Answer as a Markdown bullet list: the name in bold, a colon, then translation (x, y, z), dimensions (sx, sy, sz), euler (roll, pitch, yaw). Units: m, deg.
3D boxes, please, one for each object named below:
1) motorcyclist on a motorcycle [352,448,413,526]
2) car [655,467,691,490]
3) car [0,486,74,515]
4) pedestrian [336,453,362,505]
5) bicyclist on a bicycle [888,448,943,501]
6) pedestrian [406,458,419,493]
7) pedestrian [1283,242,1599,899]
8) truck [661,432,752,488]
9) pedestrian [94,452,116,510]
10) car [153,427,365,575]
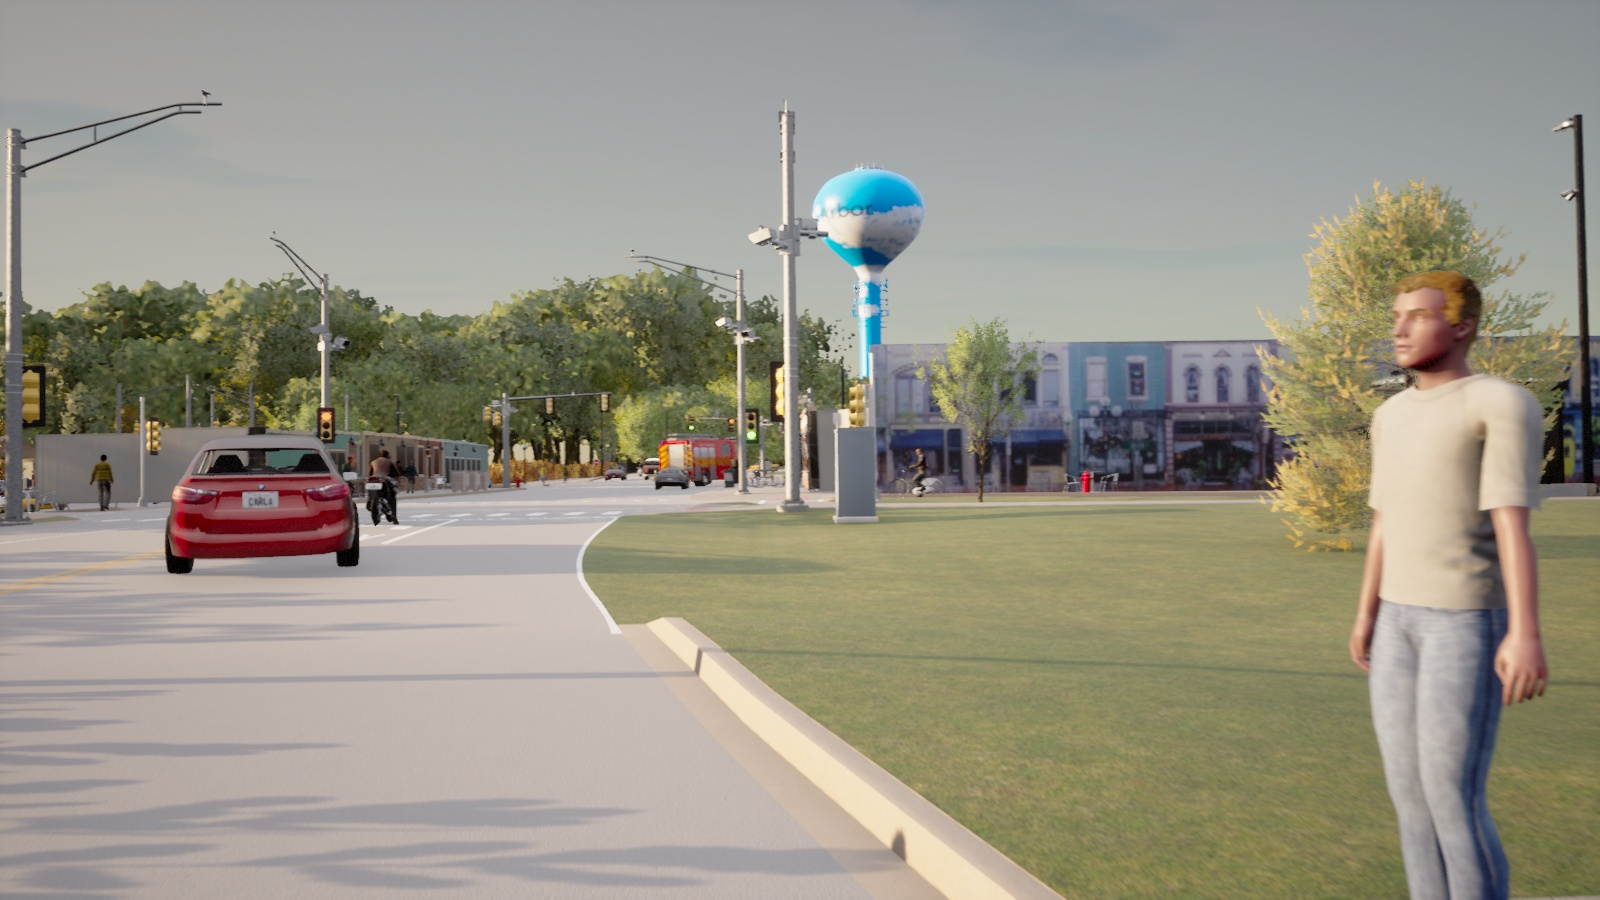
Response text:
- **motorcyclist on a motorcycle**: translation (-8.432, 0.735, 25.456), dimensions (0.797, 1.523, 2.044), euler (-1, -1, -8)
- **car**: translation (-8.008, 1.790, 79.400), dimensions (1.994, 1.385, 4.181), euler (-1, -1, -2)
- **car**: translation (-48.033, 3.124, 78.581), dimensions (1.801, 1.575, 5.366), euler (0, 0, 4)
- **pedestrian**: translation (-17.100, 1.107, 47.616), dimensions (0.788, 1.949, 0.423), euler (-1, -1, 2)
- **bicyclist on a bicycle**: translation (3.948, 0.831, 42.956), dimensions (1.843, 1.776, 0.659), euler (0, -1, 4)
- **pedestrian**: translation (-20.459, 1.351, 66.318), dimensions (0.402, 1.842, 0.726), euler (-1, -1, 4)
- **pedestrian**: translation (1.637, 0.440, 3.108), dimensions (0.706, 1.836, 0.354), euler (0, -1, -11)
- **truck**: translation (-6.798, 0.706, 92.722), dimensions (2.891, 3.827, 8.468), euler (-3, -1, 24)
- **pedestrian**: translation (-22.321, 1.000, 40.345), dimensions (0.431, 1.840, 0.709), euler (0, -1, -12)
- **car**: translation (-7.039, 0.562, 16.724), dimensions (2.242, 1.667, 4.611), euler (-1, 0, -20)
